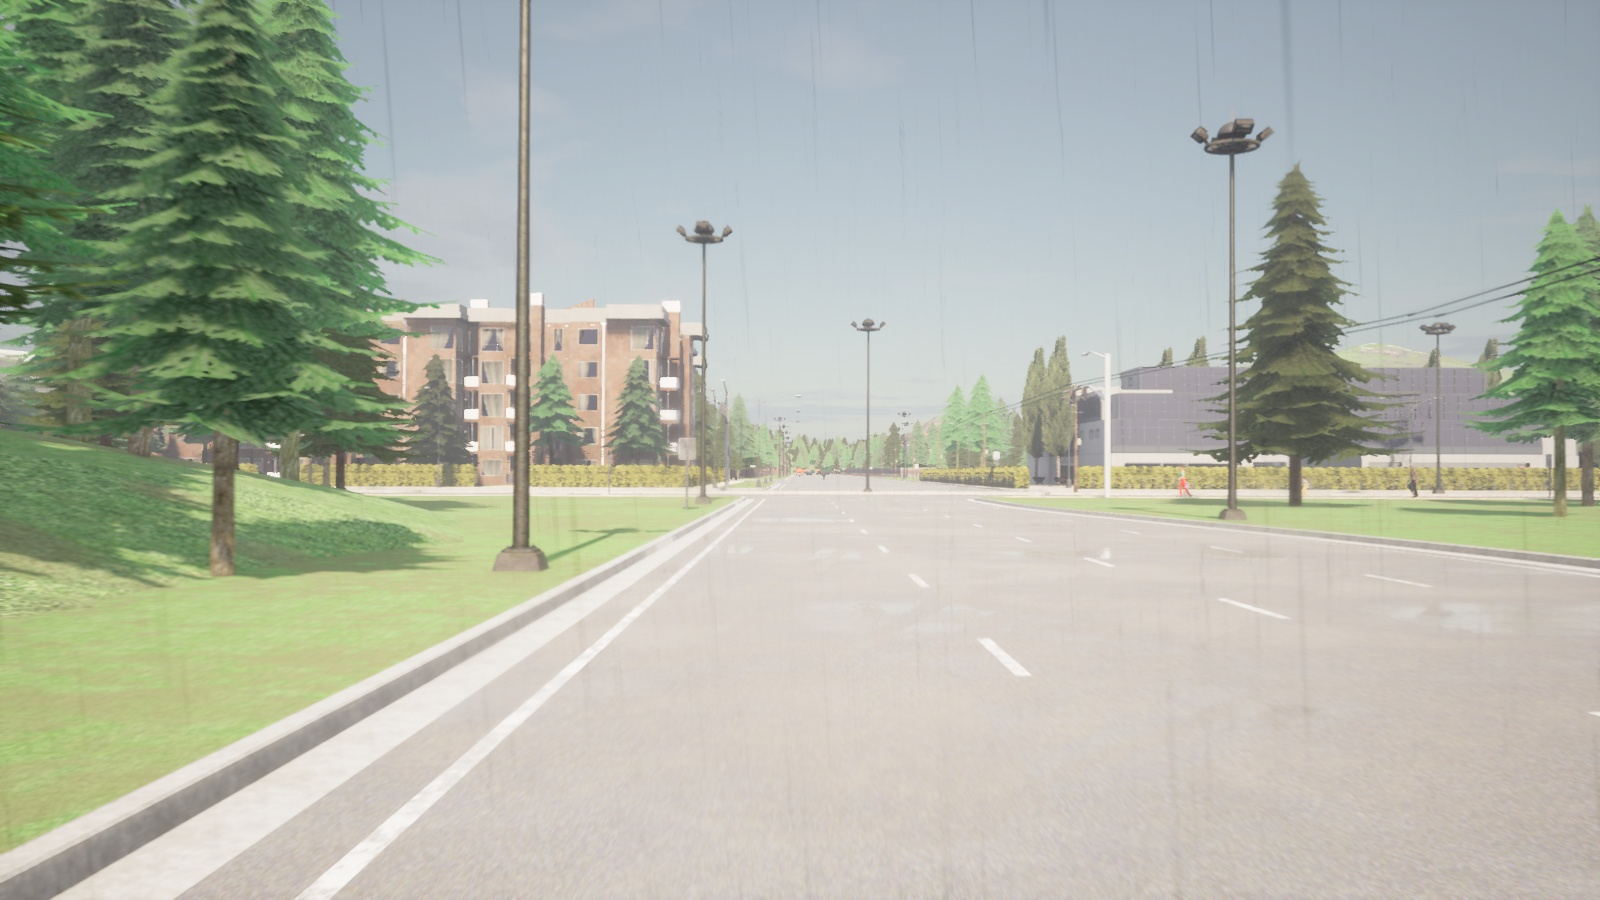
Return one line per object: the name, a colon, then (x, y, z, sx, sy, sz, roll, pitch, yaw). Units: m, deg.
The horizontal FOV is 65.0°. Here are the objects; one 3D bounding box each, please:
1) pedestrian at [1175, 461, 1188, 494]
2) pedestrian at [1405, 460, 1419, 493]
pedestrian: (21.373, 1.545, 70.383, 0.594, 1.836, 0.345, 0, -1, 1)
pedestrian: (34.561, 1.501, 70.940, 0.634, 1.846, 0.331, 0, -1, -1)
